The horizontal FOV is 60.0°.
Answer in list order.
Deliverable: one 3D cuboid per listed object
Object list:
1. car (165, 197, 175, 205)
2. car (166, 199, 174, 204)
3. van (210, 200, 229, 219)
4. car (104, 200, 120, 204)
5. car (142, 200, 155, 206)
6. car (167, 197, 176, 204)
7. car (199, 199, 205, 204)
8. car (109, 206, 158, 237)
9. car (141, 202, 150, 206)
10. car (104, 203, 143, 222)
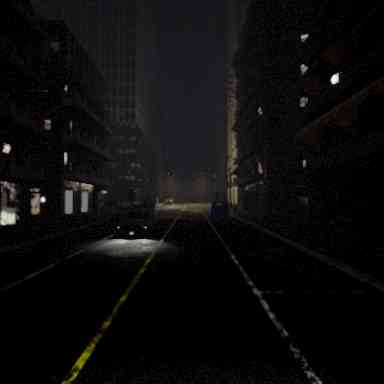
[{"bbox_3d":[-5.672,2.348,82.080,1.967,1.590,4.097,1,-1,0],"label":"car"},{"bbox_3d":[-5.675,2.551,87.653,1.802,1.307,4.206,1,-1,0],"label":"car"},{"bbox_3d":[2.709,1.708,32.989,1.690,1.788,3.998,1,-1,0],"label":"van"},{"bbox_3d":[-16.490,2.235,66.660,4.097,1.590,1.967,0,-2,0],"label":"car"},{"bbox_3d":[-5.643,1.993,38.474,1.947,1.339,4.313,1,-1,0],"label":"car"},{"bbox_3d":[-5.669,2.346,93.231,2.192,1.841,5.009,1,-1,0],"label":"car"},{"bbox_3d":[2.705,2.614,93.290,1.802,1.307,4.206,1,-1,0],"label":"car"},{"bbox_3d":[-3.101,1.767,19.702,2.033,1.411,5.357,0,-1,0],"label":"car"},{"bbox_3d":[-5.643,1.948,32.934,1.802,1.307,4.206,1,-1,0],"label":"car"},{"bbox_3d":[-5.643,1.855,27.394,2.008,1.369,4.403,1,-1,0],"label":"car"}]
